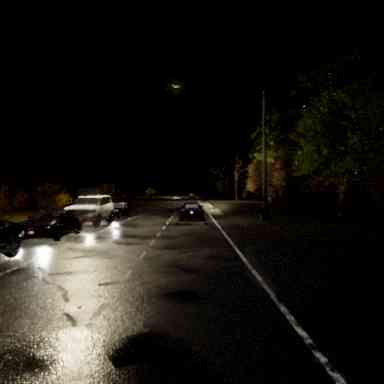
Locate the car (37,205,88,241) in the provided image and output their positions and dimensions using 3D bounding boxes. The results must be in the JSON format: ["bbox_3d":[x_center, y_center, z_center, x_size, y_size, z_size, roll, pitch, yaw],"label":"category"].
[{"bbox_3d":[-6.964,1.579,16.472,1.994,1.385,4.181,0,0,1],"label":"car"}]

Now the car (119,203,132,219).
[{"bbox_3d":[-6.704,1.609,29.276,1.895,1.301,4.718,0,0,3],"label":"car"}]

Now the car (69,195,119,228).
[{"bbox_3d":[-6.936,1.234,22.909,2.150,2.045,5.566,0,0,1],"label":"car"}]

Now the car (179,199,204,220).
[{"bbox_3d":[-0.024,1.556,27.815,1.994,1.385,4.181,0,0,0],"label":"car"}]

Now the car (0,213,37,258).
[{"bbox_3d":[-6.993,1.509,10.061,2.128,1.511,4.902,0,0,0],"label":"car"}]
